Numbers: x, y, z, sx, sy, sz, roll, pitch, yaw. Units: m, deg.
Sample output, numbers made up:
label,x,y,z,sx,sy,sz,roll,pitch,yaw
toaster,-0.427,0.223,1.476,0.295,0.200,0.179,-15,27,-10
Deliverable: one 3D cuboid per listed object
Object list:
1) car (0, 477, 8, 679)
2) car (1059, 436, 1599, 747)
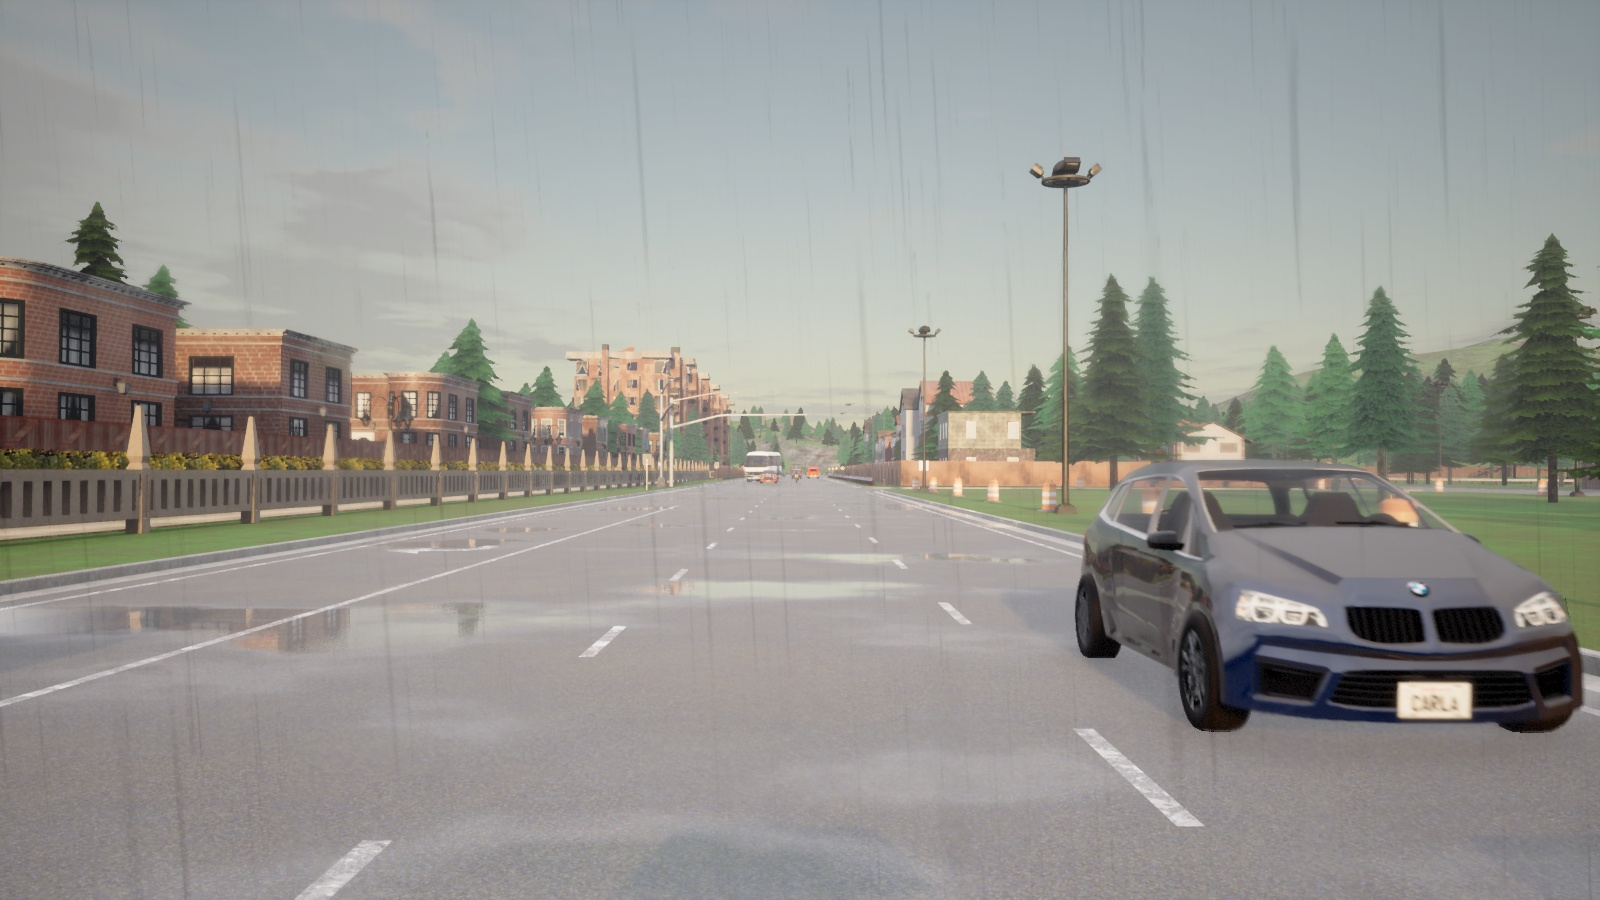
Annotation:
label,x,y,z,sx,sy,sz,roll,pitch,yaw
car,-7.019,0.940,7.136,1.882,1.535,5.008,0,-1,0
car,3.476,0.797,9.072,2.242,1.667,4.611,0,-1,0
